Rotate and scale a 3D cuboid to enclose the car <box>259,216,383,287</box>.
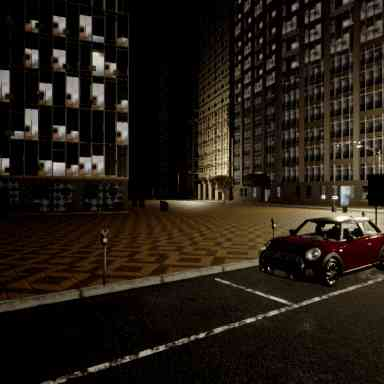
[{"bbox_3d":[3.741,1.439,9.234,4.097,1.590,1.967,0,0,-36],"label":"car"}]
